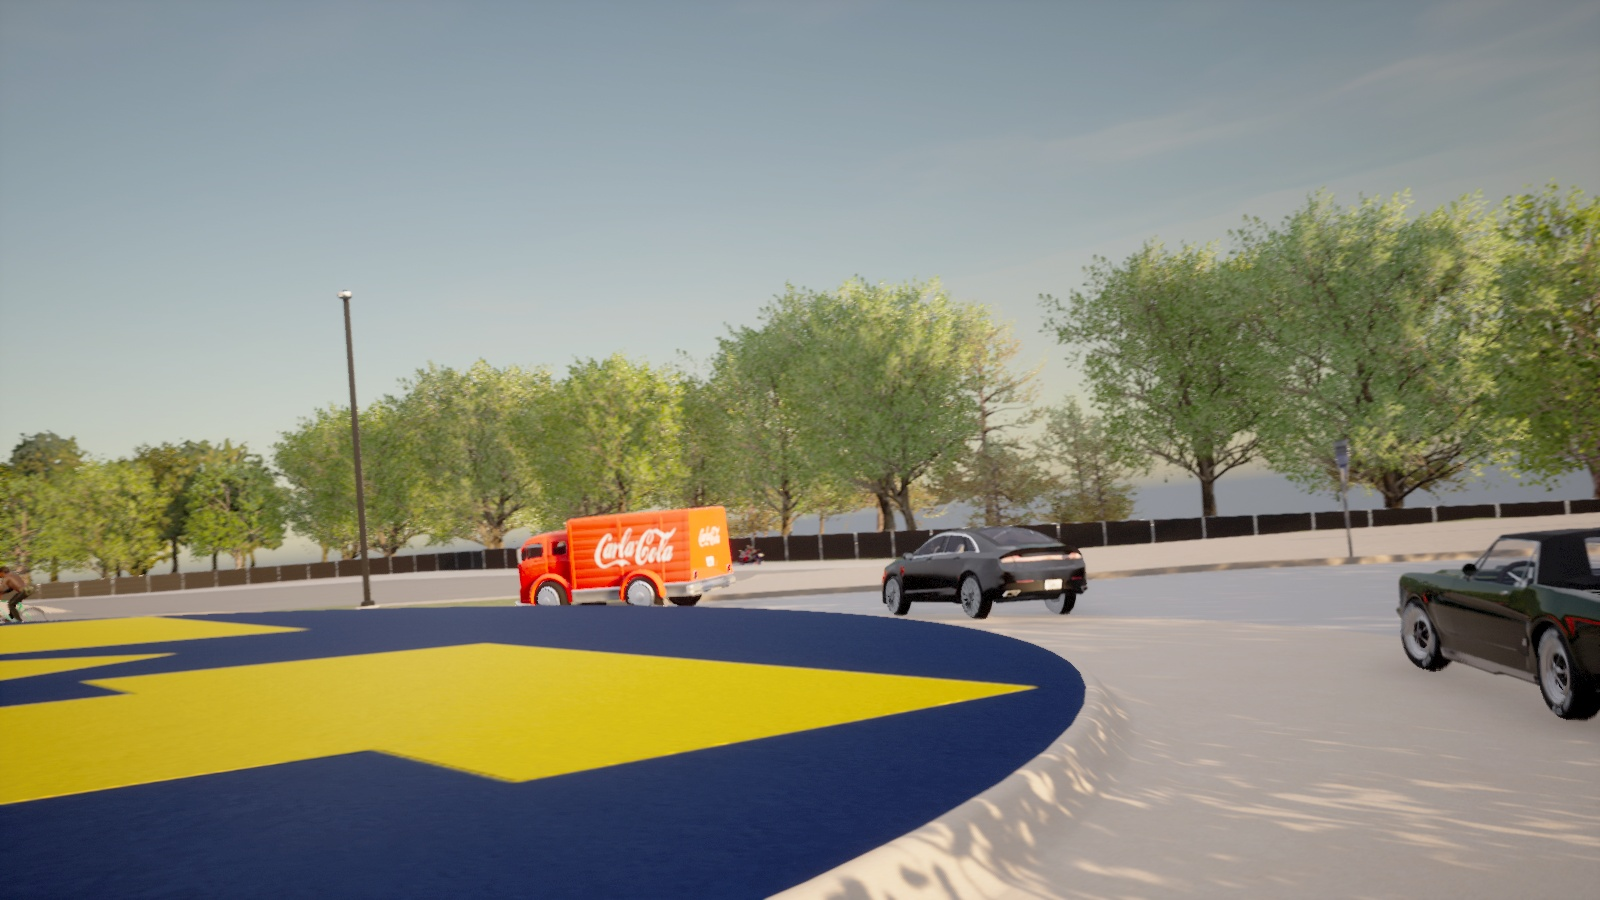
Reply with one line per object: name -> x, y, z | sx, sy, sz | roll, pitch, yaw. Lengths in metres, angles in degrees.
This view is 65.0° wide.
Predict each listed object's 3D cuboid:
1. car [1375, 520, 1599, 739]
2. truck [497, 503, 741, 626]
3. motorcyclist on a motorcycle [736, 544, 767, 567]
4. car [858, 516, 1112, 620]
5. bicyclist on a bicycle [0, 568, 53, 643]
car -> 6.184, 1.218, 9.741 | 1.895, 1.301, 4.718 | -2, -3, 9
truck -> -4.484, 2.845, 31.297 | 5.204, 2.467, 2.627 | -7, -2, 22
motorcyclist on a motorcycle -> -3.563, 7.706, 91.865 | 2.191, 1.530, 0.866 | -6, -3, 39
car -> 3.038, 2.063, 21.951 | 2.128, 1.511, 4.902 | -1, -5, -22
bicyclist on a bicycle -> -17.836, 3.516, 28.305 | 1.656, 1.620, 0.582 | -3, -4, 2
